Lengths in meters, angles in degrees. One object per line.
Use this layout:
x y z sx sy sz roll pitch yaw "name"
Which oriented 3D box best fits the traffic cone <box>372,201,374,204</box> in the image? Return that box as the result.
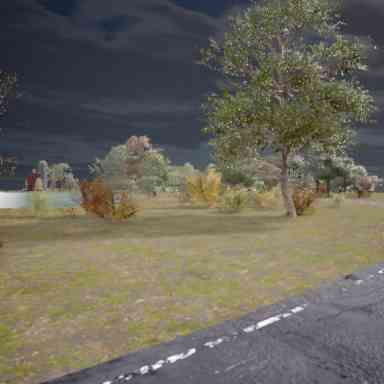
27.893 1.599 51.205 0.340 0.580 0.340 0 1 10 "traffic cone"
